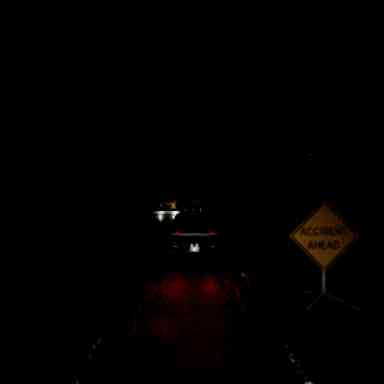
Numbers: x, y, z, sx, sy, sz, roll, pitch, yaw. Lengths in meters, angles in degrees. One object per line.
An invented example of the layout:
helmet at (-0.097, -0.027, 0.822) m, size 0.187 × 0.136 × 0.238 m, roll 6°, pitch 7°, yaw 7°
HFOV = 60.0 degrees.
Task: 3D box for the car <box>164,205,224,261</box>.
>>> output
car at (0.084, 1.464, 12.225) m, size 2.128 × 1.511 × 4.902 m, roll 0°, pitch 0°, yaw 0°

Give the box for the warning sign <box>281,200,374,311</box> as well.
warning sign at (2.454, 1.099, 6.218) m, size 1.300 × 1.860 × 1.060 m, roll 0°, pitch 0°, yaw 0°

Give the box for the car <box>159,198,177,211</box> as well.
car at (-2.837, 1.410, 40.007) m, size 1.882 × 1.535 × 5.008 m, roll 0°, pitch 0°, yaw 0°

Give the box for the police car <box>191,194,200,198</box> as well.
police car at (0.838, 1.347, 76.335) m, size 1.930 × 1.638 × 5.238 m, roll 0°, pitch 0°, yaw 0°

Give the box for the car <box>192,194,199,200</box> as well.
car at (0.841, 1.437, 92.225) m, size 1.837 × 1.490 × 4.892 m, roll 0°, pitch 0°, yaw 0°

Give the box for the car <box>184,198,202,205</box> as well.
car at (0.098, 1.544, 30.781) m, size 1.895 × 1.301 × 4.718 m, roll 0°, pitch 0°, yaw 0°

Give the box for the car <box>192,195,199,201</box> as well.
car at (0.840, 1.453, 86.226) m, size 1.812 × 1.442 × 4.674 m, roll 0°, pitch 0°, yaw 0°
